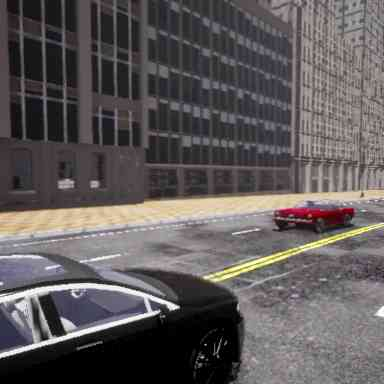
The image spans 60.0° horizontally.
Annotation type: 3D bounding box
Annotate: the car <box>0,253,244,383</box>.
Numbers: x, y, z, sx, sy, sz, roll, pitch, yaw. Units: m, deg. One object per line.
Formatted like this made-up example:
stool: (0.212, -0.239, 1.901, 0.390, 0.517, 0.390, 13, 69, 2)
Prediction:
car: (-1.425, 1.363, 3.083, 2.128, 1.511, 4.902, 4, 3, 45)

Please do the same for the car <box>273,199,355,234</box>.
car: (5.625, 0.988, 15.119, 1.895, 1.301, 4.718, 3, 3, 45)
